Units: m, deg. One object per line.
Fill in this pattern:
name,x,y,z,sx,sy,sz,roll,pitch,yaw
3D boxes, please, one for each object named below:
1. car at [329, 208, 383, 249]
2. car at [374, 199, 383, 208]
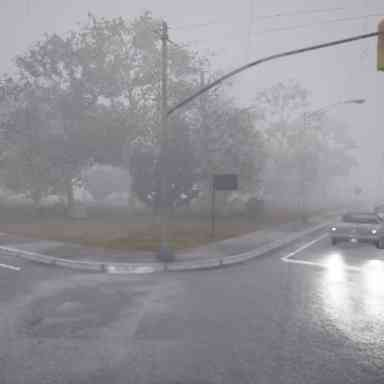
car,7.517,1.595,14.955,1.895,1.301,4.718,0,0,32
car,21.194,1.455,36.624,1.812,1.442,4.674,0,0,32
